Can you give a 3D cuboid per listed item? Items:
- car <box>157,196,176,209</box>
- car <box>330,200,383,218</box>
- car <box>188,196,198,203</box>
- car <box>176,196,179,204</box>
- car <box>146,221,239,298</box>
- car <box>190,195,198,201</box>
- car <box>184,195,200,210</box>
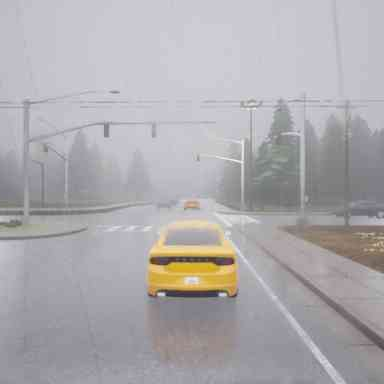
[{"bbox_3d":[-3.610,1.545,45.022,2.033,1.411,5.357,0,0,0],"label":"car"},{"bbox_3d":[14.890,1.530,29.587,4.892,1.490,1.837,0,0,1],"label":"car"},{"bbox_3d":[0.250,1.533,72.823,2.033,1.411,5.357,0,0,2],"label":"car"},{"bbox_3d":[-3.587,1.598,55.199,1.895,1.301,4.718,0,0,1],"label":"car"},{"bbox_3d":[0.043,1.474,8.599,1.882,1.535,5.008,0,0,1],"label":"car"},{"bbox_3d":[0.641,1.437,83.215,1.837,1.490,4.892,0,0,2],"label":"car"},{"bbox_3d":[-0.011,1.475,42.262,1.882,1.535,5.008,0,0,0],"label":"car"}]
